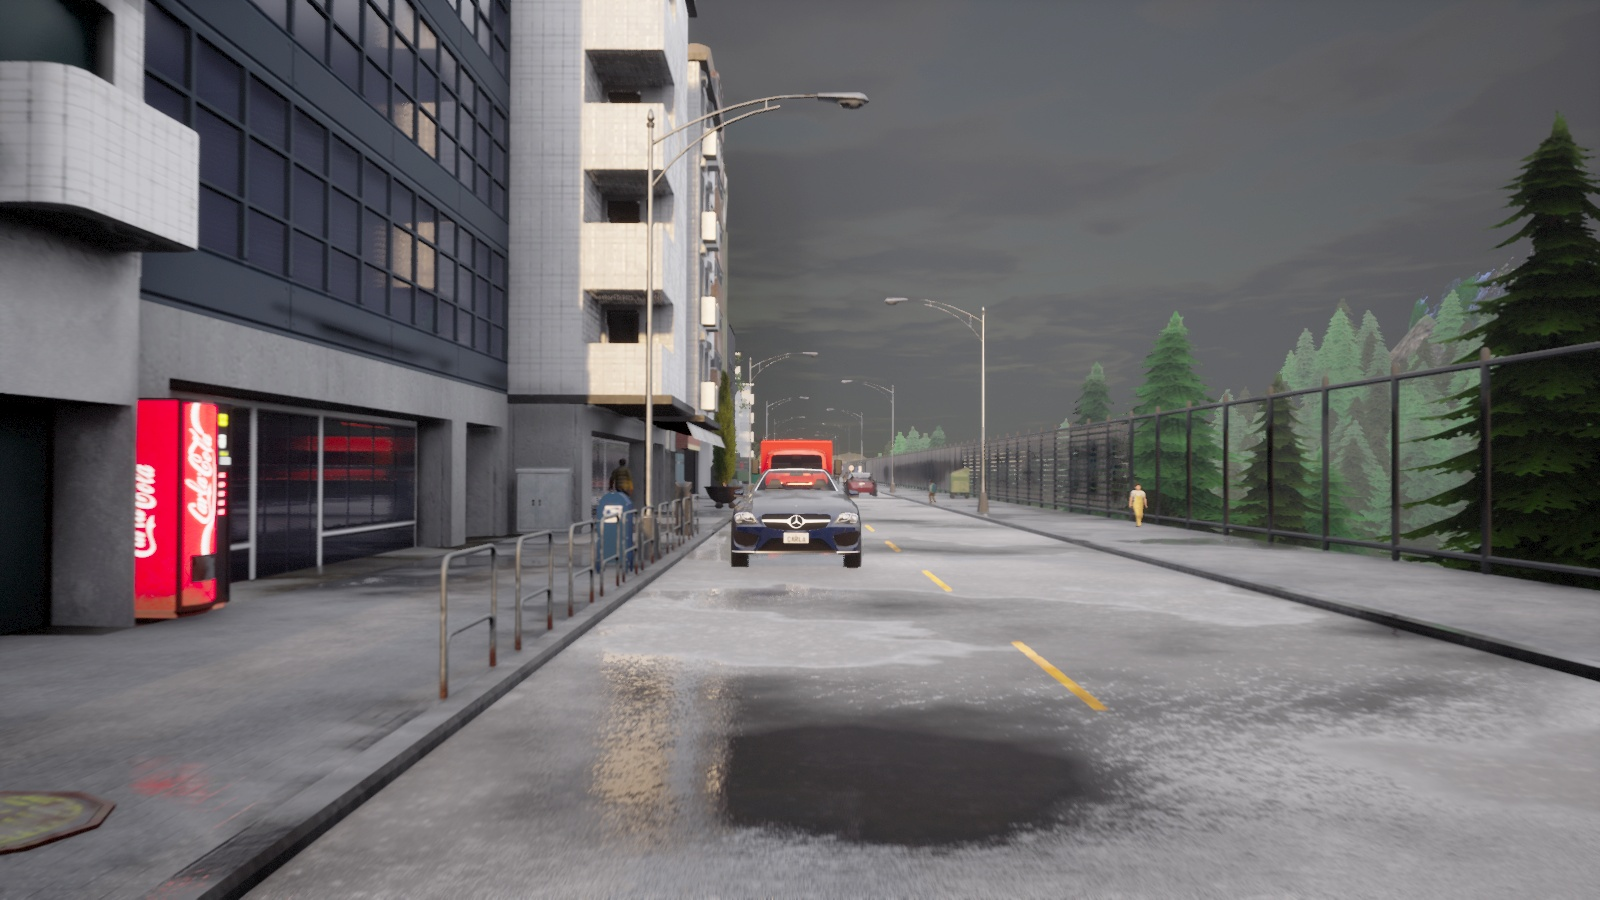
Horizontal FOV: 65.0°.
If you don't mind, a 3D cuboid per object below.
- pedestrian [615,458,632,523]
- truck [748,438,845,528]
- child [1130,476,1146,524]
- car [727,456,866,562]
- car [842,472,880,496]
[{"bbox_3d":[-4.975,1.138,35.463,0.370,1.835,0.726,0,-1,0],"label":"pedestrian"},{"bbox_3d":[-0.096,0.946,36.895,2.627,2.467,5.204,0,-1,0],"label":"truck"},{"bbox_3d":[9.017,1.330,33.526,0.270,1.263,0.437,0,-1,-3],"label":"child"},{"bbox_3d":[-0.058,0.963,22.074,2.152,1.651,5.027,0,-1,0],"label":"car"},{"bbox_3d":[3.796,2.127,79.303,2.163,1.488,4.792,0,-1,0],"label":"car"}]
